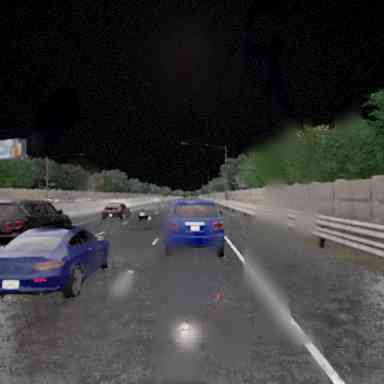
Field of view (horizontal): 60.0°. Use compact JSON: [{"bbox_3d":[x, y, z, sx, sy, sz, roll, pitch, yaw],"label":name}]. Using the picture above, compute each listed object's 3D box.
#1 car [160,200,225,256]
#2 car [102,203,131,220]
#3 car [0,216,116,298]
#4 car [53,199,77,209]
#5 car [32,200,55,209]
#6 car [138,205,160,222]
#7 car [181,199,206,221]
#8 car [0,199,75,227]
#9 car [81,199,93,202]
[{"bbox_3d":[0.104,1.320,13.769,2.150,2.045,5.566,0,0,0],"label":"car"},{"bbox_3d":[-6.894,1.739,30.628,1.837,1.490,4.892,0,0,0],"label":"car"},{"bbox_3d":[-3.406,1.586,8.549,1.812,1.442,4.674,0,0,0],"label":"car"},{"bbox_3d":[-21.027,1.952,55.326,2.128,1.511,4.902,0,0,1],"label":"car"},{"bbox_3d":[-24.525,2.022,55.076,1.994,1.385,4.181,0,-1,1],"label":"car"},{"bbox_3d":[-3.394,1.820,28.856,1.895,1.301,4.718,0,0,0],"label":"car"},{"bbox_3d":[0.106,1.583,30.245,2.097,1.767,4.553,0,0,0],"label":"car"},{"bbox_3d":[-6.897,1.321,13.894,2.150,2.045,5.566,0,0,0],"label":"car"},{"bbox_3d":[-17.527,1.952,55.325,2.128,1.511,4.902,0,0,1],"label":"car"}]
